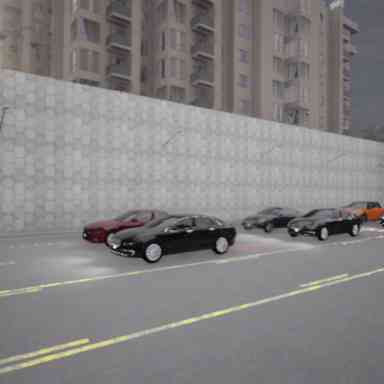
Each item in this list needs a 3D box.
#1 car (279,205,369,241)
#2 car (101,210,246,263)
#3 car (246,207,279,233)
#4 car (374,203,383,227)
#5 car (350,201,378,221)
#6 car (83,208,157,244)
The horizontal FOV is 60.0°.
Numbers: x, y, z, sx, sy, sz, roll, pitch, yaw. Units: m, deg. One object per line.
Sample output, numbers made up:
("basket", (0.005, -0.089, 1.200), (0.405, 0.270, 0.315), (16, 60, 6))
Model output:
("car", (7.074, 1.627, 17.641), (4.892, 1.490, 1.837), (1, 0, -36))
("car", (-0.529, 1.555, 12.227), (4.892, 1.490, 1.837), (1, 0, -35))
("car", (5.209, 1.650, 20.629), (4.674, 1.442, 1.812), (1, 0, -35))
("car", (15.106, 1.702, 23.365), (4.892, 1.490, 1.837), (0, 0, -35))
("car", (13.426, 1.554, 26.461), (4.553, 1.767, 2.097), (1, 0, -36))
("car", (-2.384, 1.530, 15.192), (5.008, 1.535, 1.882), (1, 0, -36))
